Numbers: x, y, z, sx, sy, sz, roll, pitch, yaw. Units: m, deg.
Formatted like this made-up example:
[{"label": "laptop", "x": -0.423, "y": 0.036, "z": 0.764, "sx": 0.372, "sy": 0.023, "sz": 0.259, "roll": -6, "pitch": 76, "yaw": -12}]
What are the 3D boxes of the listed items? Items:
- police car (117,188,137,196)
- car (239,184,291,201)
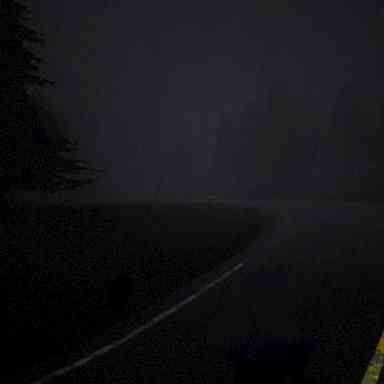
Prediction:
[{"label": "police car", "x": -10.597, "y": 0.192, "z": 53.595, "sx": 1.930, "sy": 1.638, "sz": 5.238, "roll": -4, "pitch": 2, "yaw": -33}, {"label": "car", "x": 6.113, "y": -0.035, "z": 28.469, "sx": 1.895, "sy": 1.301, "sz": 4.718, "roll": -4, "pitch": 2, "yaw": -29}]
